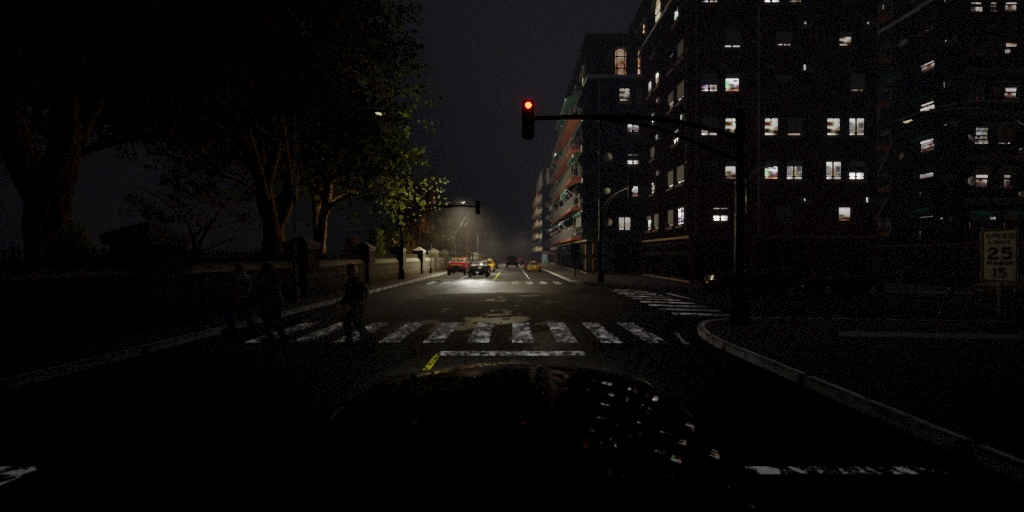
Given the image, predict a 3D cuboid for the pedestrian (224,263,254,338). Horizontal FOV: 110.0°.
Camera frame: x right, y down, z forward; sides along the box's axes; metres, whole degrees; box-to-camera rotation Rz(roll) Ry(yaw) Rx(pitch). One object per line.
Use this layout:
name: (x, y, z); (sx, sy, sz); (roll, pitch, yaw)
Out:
pedestrian: (-6.544, 1.044, 8.640); (0.375, 1.860, 0.375); (0, 0, 0)

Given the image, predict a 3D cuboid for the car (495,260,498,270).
car: (-3.092, 1.236, 45.176); (1.882, 1.535, 5.008); (0, 0, 0)

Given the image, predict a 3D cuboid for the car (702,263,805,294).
car: (14.598, 1.338, 22.236); (5.009, 1.841, 2.192); (0, 0, 0)

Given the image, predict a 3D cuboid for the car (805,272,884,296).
car: (20.293, 1.671, 22.255); (4.507, 1.381, 1.888); (0, 0, 0)

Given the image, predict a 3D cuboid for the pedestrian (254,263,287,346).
pedestrian: (-5.412, 1.043, 8.041); (0.375, 1.860, 0.375); (0, 0, 0)

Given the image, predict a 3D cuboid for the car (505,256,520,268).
car: (-0.001, 0.992, 63.751); (2.150, 2.045, 5.566); (0, 0, 0)

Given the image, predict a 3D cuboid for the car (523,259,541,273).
car: (2.689, 1.283, 44.526); (1.751, 1.417, 4.829); (0, 0, 0)

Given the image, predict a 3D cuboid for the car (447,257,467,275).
car: (-5.691, 1.069, 38.820); (2.192, 1.841, 5.009); (0, 0, 0)

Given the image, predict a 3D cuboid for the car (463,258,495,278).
car: (-3.088, 1.245, 34.761); (2.128, 1.511, 4.902); (0, 0, 0)

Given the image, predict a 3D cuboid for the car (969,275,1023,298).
car: (31.515, 1.857, 22.290); (4.829, 1.417, 1.751); (0, 0, 0)

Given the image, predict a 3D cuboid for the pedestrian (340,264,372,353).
pedestrian: (-3.210, 1.043, 7.392); (0.375, 1.860, 0.375); (0, 0, 0)

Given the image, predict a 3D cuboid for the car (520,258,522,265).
car: (2.689, 1.315, 55.427); (2.007, 1.370, 4.403); (0, 0, 0)

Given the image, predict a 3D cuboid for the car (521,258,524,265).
car: (2.689, 1.306, 49.891); (1.888, 1.381, 4.507); (0, 0, 0)
